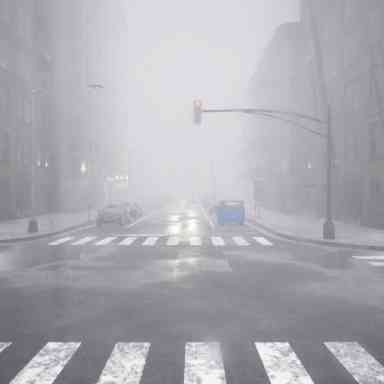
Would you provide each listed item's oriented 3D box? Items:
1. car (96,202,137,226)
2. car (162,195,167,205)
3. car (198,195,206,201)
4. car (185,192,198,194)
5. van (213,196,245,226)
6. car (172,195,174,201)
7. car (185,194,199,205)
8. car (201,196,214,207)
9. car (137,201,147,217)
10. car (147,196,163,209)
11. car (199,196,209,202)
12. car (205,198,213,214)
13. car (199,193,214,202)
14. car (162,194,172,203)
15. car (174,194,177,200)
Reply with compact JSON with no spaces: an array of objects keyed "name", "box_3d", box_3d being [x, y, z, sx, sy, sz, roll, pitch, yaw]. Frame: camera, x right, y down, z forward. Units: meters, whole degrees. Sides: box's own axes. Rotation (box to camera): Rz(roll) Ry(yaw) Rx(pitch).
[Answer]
[{"name":"car","box_3d":[-5.395,1.549,23.176,2.008,1.369,4.403,0,0,0]},{"name":"car","box_3d":[-5.402,1.556,51.586,1.947,1.339,4.313,0,0,0]},{"name":"car","box_3d":[2.614,1.531,85.681,1.947,1.339,4.313,0,0,0]},{"name":"car","box_3d":[0.076,1.331,67.096,2.097,1.767,4.553,0,0,-2]},{"name":"van","box_3d":[2.630,1.340,23.187,1.690,1.788,3.998,0,0,0]},{"name":"car","box_3d":[-5.407,1.293,68.631,2.192,1.841,5.009,0,0,0]},{"name":"car","box_3d":[0.088,1.512,57.266,1.812,1.442,4.674,0,0,0]},{"name":"car","box_3d":[2.625,1.576,45.912,1.802,1.307,4.206,0,0,0]},{"name":"car","box_3d":[-5.396,1.543,28.858,1.887,1.381,4.507,0,0,0]},{"name":"car","box_3d":[-5.401,1.520,45.734,1.752,1.417,4.829,0,0,0]},{"name":"car","box_3d":[2.617,1.524,74.319,2.008,1.369,4.403,0,0,0]},{"name":"car","box_3d":[2.628,1.580,34.549,1.802,1.307,4.206,0,0,0]},{"name":"car","box_3d":[2.623,1.305,51.594,2.192,1.841,5.009,0,0,0]},{"name":"car","box_3d":[-5.405,1.548,62.949,1.947,1.339,4.313,0,0,0]},{"name":"car","box_3d":[-5.410,1.409,79.995,1.967,1.590,4.097,0,0,0]}]
